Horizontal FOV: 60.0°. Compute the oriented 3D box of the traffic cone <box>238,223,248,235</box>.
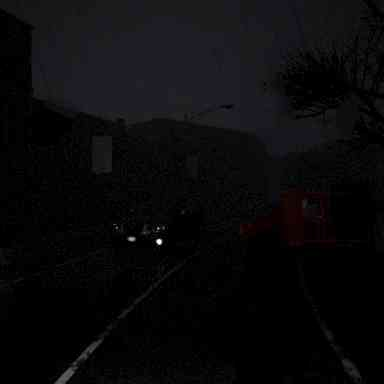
[{"bbox_3d":[2.625,1.942,17.667,0.340,0.580,0.340,1,0,23],"label":"traffic cone"}]

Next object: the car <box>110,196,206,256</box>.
[{"bbox_3d":[-1.083,1.195,13.601,2.150,2.045,5.566,0,0,19],"label":"car"}]

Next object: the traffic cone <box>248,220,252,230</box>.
[{"bbox_3d":[3.405,1.942,19.508,0.340,0.580,0.340,1,0,23],"label":"traffic cone"}]

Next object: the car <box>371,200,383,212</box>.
[{"bbox_3d":[22.357,1.664,39.366,4.181,1.385,1.994,1,1,-26],"label":"car"}]

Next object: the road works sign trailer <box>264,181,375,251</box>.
[{"bbox_3d":[4.690,0.940,12.340,2.880,2.380,3.560,-2,-2,-45],"label":"road works sign trailer"}]
